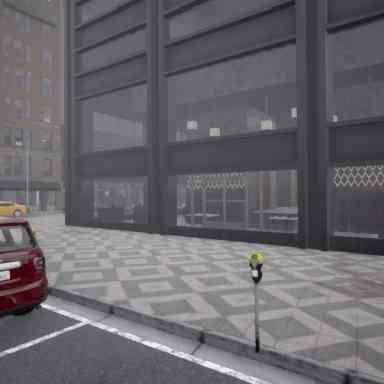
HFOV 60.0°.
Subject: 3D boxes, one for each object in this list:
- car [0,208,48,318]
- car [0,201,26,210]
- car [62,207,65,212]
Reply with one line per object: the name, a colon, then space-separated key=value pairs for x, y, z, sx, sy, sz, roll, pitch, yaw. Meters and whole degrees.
car: x=-4.743 y=1.317 z=6.248 sx=5.009 sy=1.841 sz=2.192 roll=0 pitch=-1 yaw=36
car: x=-18.234 y=1.642 z=31.175 sx=1.882 sy=1.535 sz=5.008 roll=-1 pitch=-1 yaw=36
car: x=-12.461 y=1.794 z=39.157 sx=2.033 sy=1.411 sz=5.357 roll=-1 pitch=-1 yaw=35
